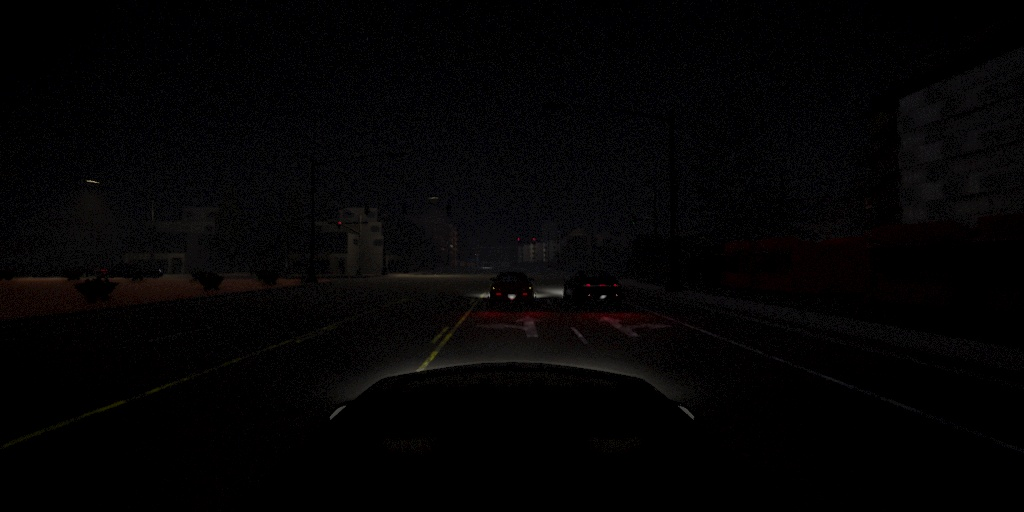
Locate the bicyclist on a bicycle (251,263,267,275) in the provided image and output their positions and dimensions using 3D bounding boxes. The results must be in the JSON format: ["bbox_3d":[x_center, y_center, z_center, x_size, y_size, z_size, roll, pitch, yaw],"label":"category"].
[{"bbox_3d":[-31.594,1.640,45.612,1.656,1.620,0.582,20,8,-26],"label":"bicyclist on a bicycle"}]

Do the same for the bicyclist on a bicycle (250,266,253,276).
[{"bbox_3d":[-33.043,1.721,46.094,1.656,1.620,0.582,-1,-1,18],"label":"bicyclist on a bicycle"}]

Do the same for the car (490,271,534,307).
[{"bbox_3d":[0.002,1.417,16.250,1.812,1.442,4.674,0,0,0],"label":"car"}]

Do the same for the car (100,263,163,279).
[{"bbox_3d":[-39.836,1.561,37.922,4.553,1.767,2.097,0,-1,1],"label":"car"}]

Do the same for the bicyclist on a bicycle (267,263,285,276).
[{"bbox_3d":[-29.647,1.691,45.403,1.656,1.620,0.582,2,-1,-23],"label":"bicyclist on a bicycle"}]

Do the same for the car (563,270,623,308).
[{"bbox_3d":[3.500,1.383,16.165,2.128,1.511,4.902,0,-1,0],"label":"car"}]
